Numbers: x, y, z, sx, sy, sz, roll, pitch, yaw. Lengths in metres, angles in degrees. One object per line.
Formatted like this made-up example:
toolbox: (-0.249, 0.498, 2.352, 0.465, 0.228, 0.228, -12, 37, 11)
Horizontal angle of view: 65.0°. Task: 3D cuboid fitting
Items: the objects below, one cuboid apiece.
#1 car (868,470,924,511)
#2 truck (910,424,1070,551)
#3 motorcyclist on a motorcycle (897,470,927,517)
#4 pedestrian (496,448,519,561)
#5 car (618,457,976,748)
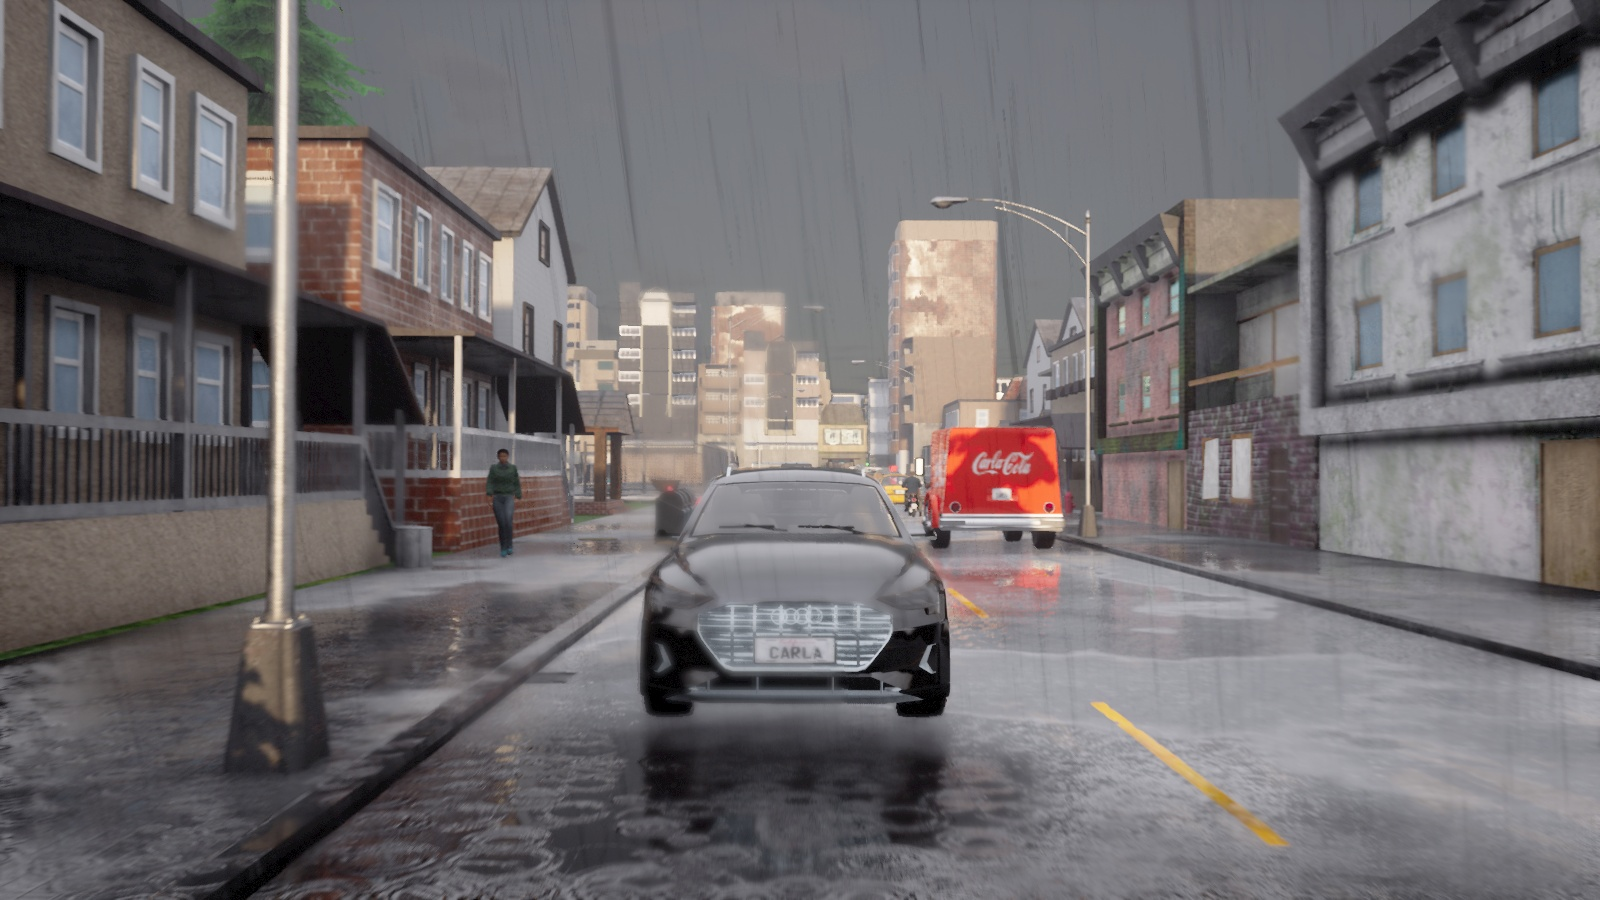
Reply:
car: (3.877, 1.604, 51.448, 1.801, 1.575, 5.366, 0, -1, -1)
truck: (3.928, 0.767, 27.014, 2.627, 2.467, 5.204, 0, -1, 0)
motorcyclist on a motorcycle: (3.888, 1.487, 43.648, 0.866, 1.590, 1.817, 0, -1, 0)
pedestrian: (-4.858, 0.895, 20.853, 0.353, 1.847, 0.614, 0, -1, -15)
car: (-0.025, 0.906, 9.581, 2.033, 1.649, 4.856, 0, -1, 0)
